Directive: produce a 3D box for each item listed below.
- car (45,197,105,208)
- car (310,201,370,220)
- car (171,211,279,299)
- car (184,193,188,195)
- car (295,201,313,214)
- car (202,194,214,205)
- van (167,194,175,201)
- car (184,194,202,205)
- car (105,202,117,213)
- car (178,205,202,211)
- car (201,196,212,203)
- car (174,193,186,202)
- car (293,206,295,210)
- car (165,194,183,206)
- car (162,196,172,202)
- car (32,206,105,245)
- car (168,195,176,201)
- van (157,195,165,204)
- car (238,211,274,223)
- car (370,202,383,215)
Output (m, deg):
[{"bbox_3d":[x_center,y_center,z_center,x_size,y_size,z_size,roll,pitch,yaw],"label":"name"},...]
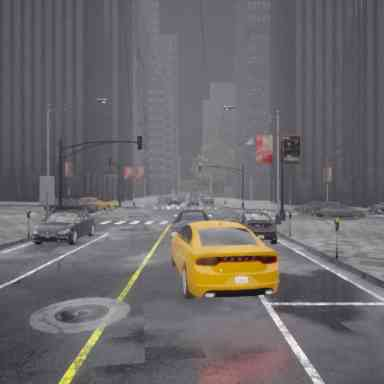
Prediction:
[{"bbox_3d":[-11.051,1.333,30.937,4.892,1.490,1.837,1,0,0],"label":"car"},{"bbox_3d":[13.700,1.840,30.882,4.181,1.385,1.994,1,0,0],"label":"car"},{"bbox_3d":[0.546,1.479,8.618,1.882,1.535,5.008,0,0,-9],"label":"car"},{"bbox_3d":[-2.724,1.255,75.456,2.150,2.045,5.566,0,0,0],"label":"car"},{"bbox_3d":[14.720,1.814,37.575,4.892,1.490,1.837,1,0,1],"label":"car"},{"bbox_3d":[2.896,1.570,57.628,2.008,1.369,4.403,0,0,0],"label":"car"},{"bbox_3d":[-5.406,1.377,85.257,1.690,1.788,3.998,0,0,0],"label":"van"},{"bbox_3d":[0.203,1.565,55.000,2.033,1.411,5.357,0,0,1],"label":"car"},{"bbox_3d":[-10.342,1.327,34.637,5.008,1.535,1.882,1,0,-6],"label":"car"},{"bbox_3d":[0.036,1.566,16.133,1.994,1.385,4.181,0,0,0],"label":"car"},{"bbox_3d":[2.985,1.577,68.653,2.008,1.369,4.403,0,0,0],"label":"car"},{"bbox_3d":[-2.852,1.515,64.859,2.128,1.511,4.902,0,0,1],"label":"car"},{"bbox_3d":[14.868,1.845,40.836,4.674,1.442,1.812,1,0,2],"label":"car"},{"bbox_3d":[-2.955,1.496,55.284,1.882,1.535,5.008,0,0,1],"label":"car"},{"bbox_3d":[-5.495,1.595,74.232,1.947,1.339,4.313,0,0,0],"label":"car"},{"bbox_3d":[-5.776,1.553,15.439,2.008,1.369,4.403,0,0,0],"label":"car"},{"bbox_3d":[-5.362,1.585,90.769,1.887,1.381,4.507,0,0,0],"label":"car"},{"bbox_3d":[-5.584,1.364,63.207,1.690,1.788,3.998,0,0,0],"label":"van"},{"bbox_3d":[2.749,1.553,15.445,2.008,1.369,4.403,0,0,0],"label":"car"},{"bbox_3d":[24.078,1.983,40.804,4.902,1.511,2.128,1,0,0],"label":"car"}]
